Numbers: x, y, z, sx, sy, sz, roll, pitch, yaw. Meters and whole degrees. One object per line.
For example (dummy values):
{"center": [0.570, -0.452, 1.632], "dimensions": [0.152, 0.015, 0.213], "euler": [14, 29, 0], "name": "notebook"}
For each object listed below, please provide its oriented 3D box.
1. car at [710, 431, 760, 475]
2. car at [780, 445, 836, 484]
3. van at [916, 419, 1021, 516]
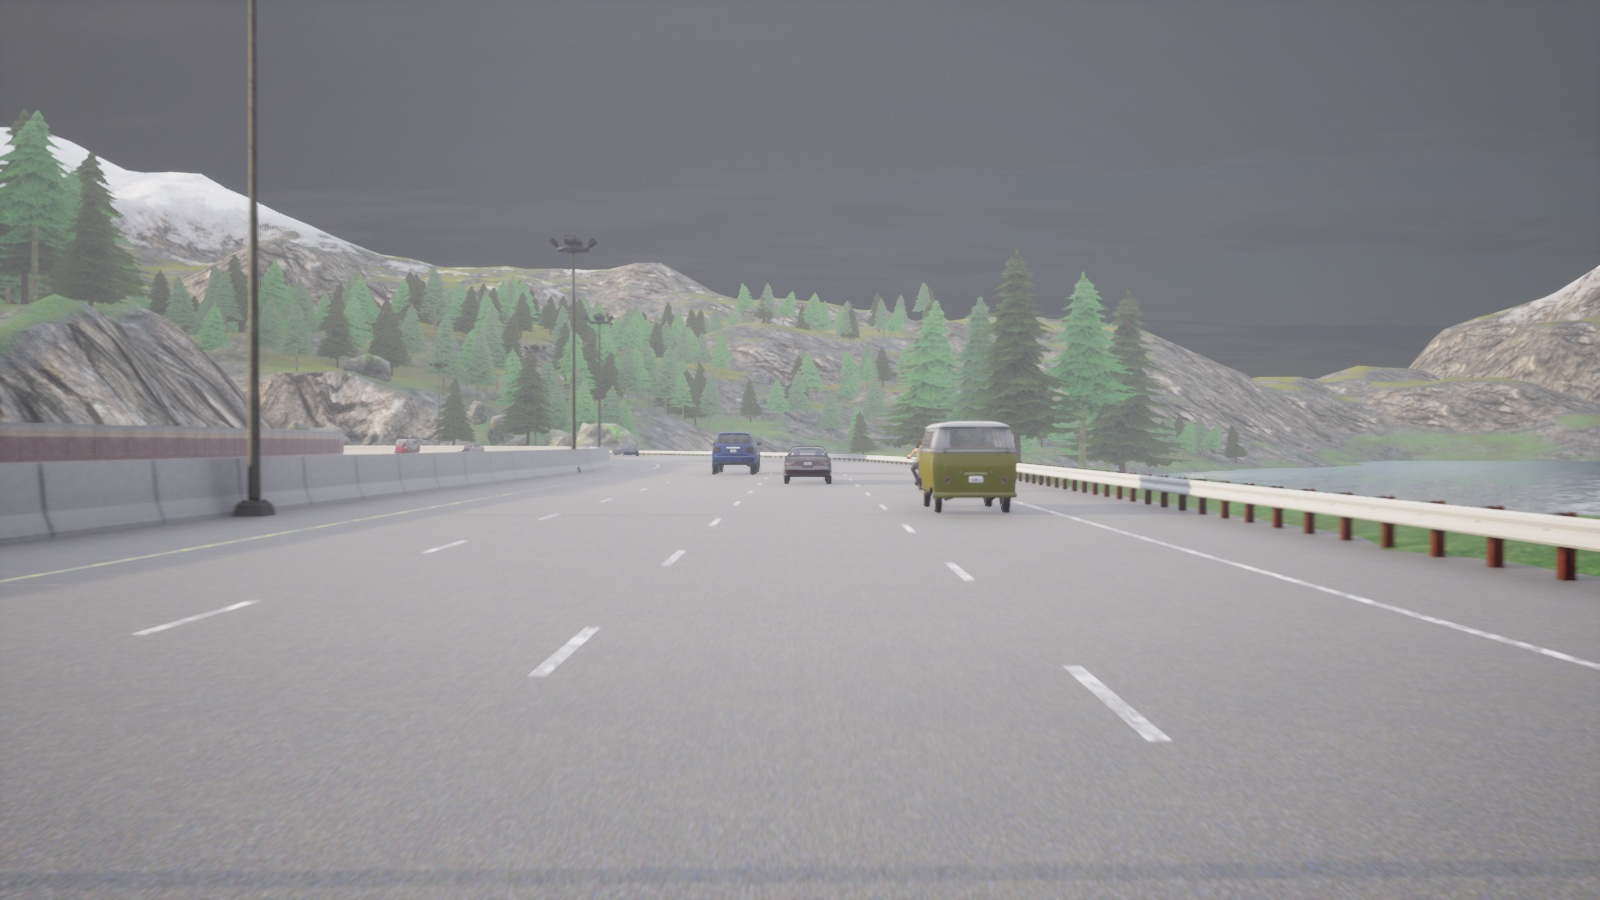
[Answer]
{"center": [-3.129, 0.117, 61.963], "dimensions": [2.150, 2.045, 5.566], "euler": [0, 0, 0], "name": "car"}
{"center": [0.292, 0.525, 48.221], "dimensions": [2.033, 1.411, 5.357], "euler": [0, 0, 0], "name": "car"}
{"center": [3.676, 0.346, 28.054], "dimensions": [1.775, 1.987, 4.442], "euler": [0, 0, 0], "name": "van"}
